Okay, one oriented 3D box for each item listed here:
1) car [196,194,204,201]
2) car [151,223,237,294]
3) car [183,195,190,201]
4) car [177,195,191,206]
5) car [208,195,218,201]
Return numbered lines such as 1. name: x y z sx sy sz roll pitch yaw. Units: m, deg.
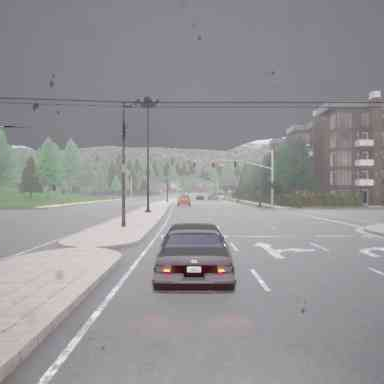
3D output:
1. car: 2.055 1.474 85.558 1.882 1.535 5.008 0 0 0
2. car: 0.050 1.547 8.951 2.033 1.411 5.357 0 0 0
3. car: -1.445 1.519 85.522 1.812 1.442 4.674 0 0 0
4. car: -1.309 1.350 54.697 2.097 1.767 4.553 0 0 -1
5. car: 5.555 1.536 85.562 2.033 1.411 5.357 0 0 0
